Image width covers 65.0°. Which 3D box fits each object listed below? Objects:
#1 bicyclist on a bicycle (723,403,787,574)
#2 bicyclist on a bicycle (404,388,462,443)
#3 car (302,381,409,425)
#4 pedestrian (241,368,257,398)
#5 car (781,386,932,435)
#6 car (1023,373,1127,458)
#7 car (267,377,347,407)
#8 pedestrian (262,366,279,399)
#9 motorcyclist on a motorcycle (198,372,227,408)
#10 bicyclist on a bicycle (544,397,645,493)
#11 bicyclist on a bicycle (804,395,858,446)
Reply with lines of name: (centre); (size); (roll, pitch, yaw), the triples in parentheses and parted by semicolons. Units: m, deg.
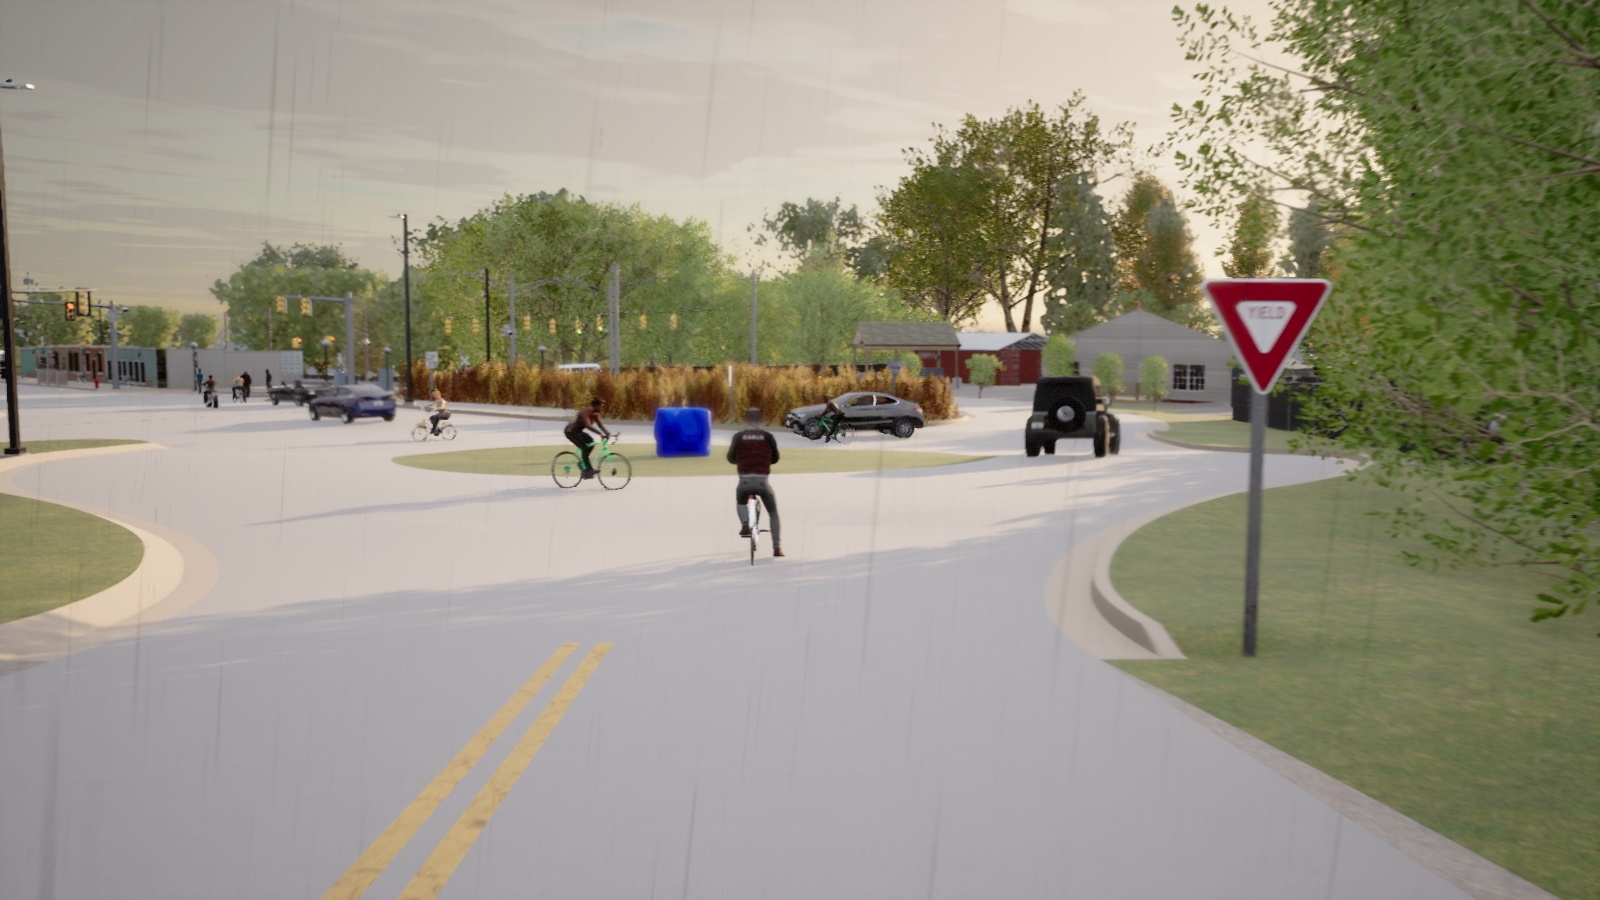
bicyclist on a bicycle: (-0.495, 0.383, 14.369); (0.659, 1.776, 1.843); (0, 4, 0)
bicyclist on a bicycle: (-11.481, -1.096, 39.296); (1.509, 1.612, 0.866); (-3, 8, -43)
car: (-17.742, -1.922, 50.010); (2.163, 1.488, 4.792); (-6, 7, -44)
pedestrian: (-34.035, -4.140, 77.528); (0.634, 1.844, 0.899); (-4, 7, -39)
car: (2.017, -1.444, 45.450); (5.027, 1.651, 2.152); (0, 5, -13)
car: (6.644, -0.806, 30.043); (1.905, 1.878, 3.866); (0, 1, 20)
car: (-24.196, -2.886, 61.573); (1.895, 1.301, 4.718); (-5, 7, -44)
pedestrian: (-30.127, -3.824, 71.454); (0.726, 1.835, 0.370); (-4, 7, -41)
motorcyclist on a motorcycle: (-28.075, -2.873, 60.001); (0.766, 1.649, 2.350); (-5, 6, -35)
bicyclist on a bicycle: (-3.584, -0.106, 21.905); (1.656, 1.620, 0.582); (2, 4, 24)
bicyclist on a bicycle: (1.019, -0.983, 41.332); (1.656, 1.620, 0.582); (2, 6, 25)
